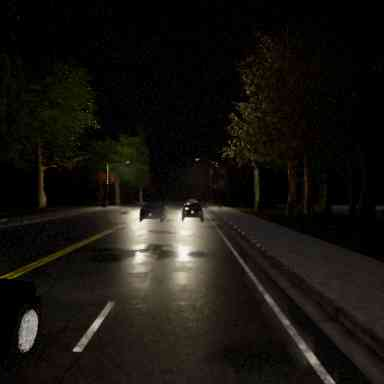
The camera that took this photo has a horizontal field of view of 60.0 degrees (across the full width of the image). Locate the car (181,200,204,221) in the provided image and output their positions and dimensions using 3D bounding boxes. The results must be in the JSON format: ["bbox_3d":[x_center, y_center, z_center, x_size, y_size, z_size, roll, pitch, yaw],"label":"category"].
[{"bbox_3d":[0.050,1.687,28.883,2.033,1.411,5.357,0,0,0],"label":"car"}]

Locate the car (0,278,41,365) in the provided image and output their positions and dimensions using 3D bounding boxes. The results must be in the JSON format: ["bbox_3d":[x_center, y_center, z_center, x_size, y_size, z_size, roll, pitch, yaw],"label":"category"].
[{"bbox_3d":[-3.152,1.480,2.921,1.882,1.535,5.008,0,0,0],"label":"car"}]

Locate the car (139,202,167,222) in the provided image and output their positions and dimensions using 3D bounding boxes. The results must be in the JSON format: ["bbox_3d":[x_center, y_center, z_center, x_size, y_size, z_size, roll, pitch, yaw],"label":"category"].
[{"bbox_3d":[-3.167,1.607,27.798,1.882,1.535,5.008,0,0,0],"label":"car"}]
